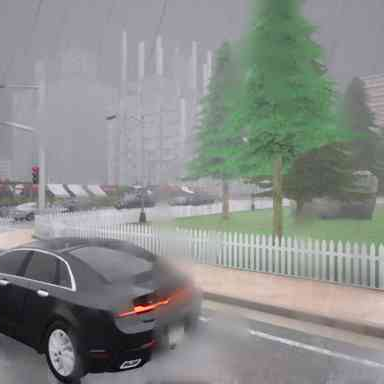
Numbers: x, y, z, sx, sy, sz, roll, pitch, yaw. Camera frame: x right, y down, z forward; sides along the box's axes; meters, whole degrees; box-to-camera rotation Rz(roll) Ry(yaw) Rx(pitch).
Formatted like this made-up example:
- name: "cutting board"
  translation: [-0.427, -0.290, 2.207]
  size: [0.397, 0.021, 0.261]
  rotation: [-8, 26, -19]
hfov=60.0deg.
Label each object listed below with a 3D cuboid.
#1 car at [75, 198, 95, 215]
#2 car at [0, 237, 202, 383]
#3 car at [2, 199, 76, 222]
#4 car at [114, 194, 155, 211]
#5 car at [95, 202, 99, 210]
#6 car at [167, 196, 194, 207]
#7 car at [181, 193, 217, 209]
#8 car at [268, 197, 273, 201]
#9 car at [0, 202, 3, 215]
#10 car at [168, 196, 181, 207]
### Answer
- name: "car"
  translation: [-12.302, 1.491, 32.104]
  size: [2.128, 1.511, 4.902]
  rotation: [0, 0, 34]
- name: "car"
  translation: [-2.143, 1.505, 5.454]
  size: [4.892, 1.490, 1.837]
  rotation: [0, 0, 36]
- name: "car"
  translation: [-11.844, 1.525, 26.100]
  size: [1.812, 1.442, 4.674]
  rotation: [0, 0, 34]
- name: "car"
  translation: [-6.832, 1.221, 40.253]
  size: [2.150, 2.045, 5.566]
  rotation: [0, 0, 34]
- name: "car"
  translation: [-12.862, 1.477, 37.551]
  size: [1.882, 1.535, 5.008]
  rotation: [0, 0, 34]
- name: "car"
  translation: [-1.864, 1.505, 53.879]
  size: [1.837, 1.490, 4.892]
  rotation: [0, 0, 34]
- name: "car"
  translation: [1.274, 1.221, 45.698]
  size: [2.150, 2.045, 5.566]
  rotation: [0, 0, 34]
- name: "car"
  translation: [14.956, 1.564, 59.811]
  size: [1.994, 1.385, 4.181]
  rotation: [0, 0, 34]
- name: "car"
  translation: [-17.996, 1.601, 30.017]
  size: [1.895, 1.301, 4.718]
  rotation: [0, 0, 36]
- name: "car"
  translation: [-1.130, 1.352, 48.717]
  size: [2.097, 1.767, 4.553]
  rotation: [0, 0, 34]
